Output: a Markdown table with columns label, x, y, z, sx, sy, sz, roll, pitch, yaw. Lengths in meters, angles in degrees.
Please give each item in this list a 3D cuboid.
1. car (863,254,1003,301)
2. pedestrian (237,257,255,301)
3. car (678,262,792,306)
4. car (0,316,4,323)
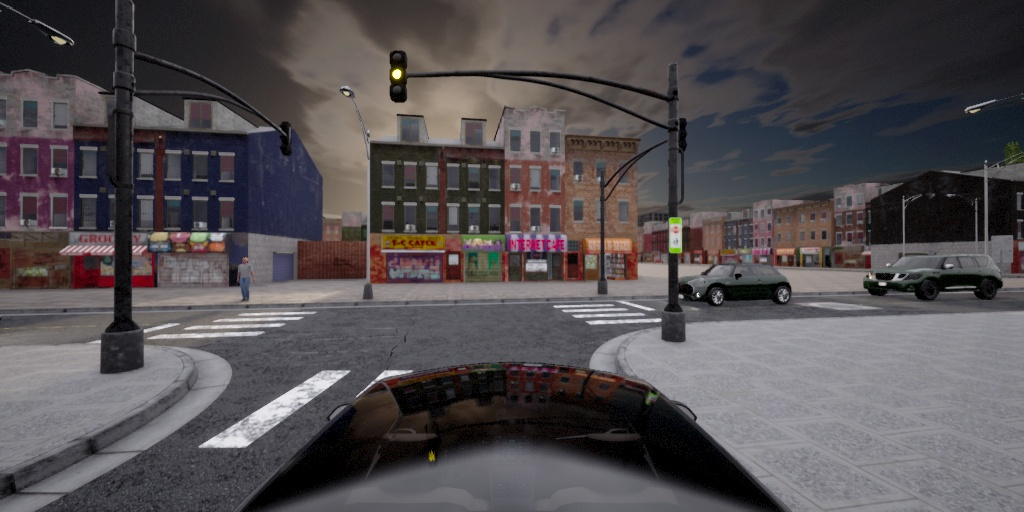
| label | x | y | z | sx | sy | sz | roll | pitch | yaw |
| --- | --- | --- | --- | --- | --- | --- | --- | --- | --- |
| car | 19.709 | 0.924 | 16.857 | 5.566 | 2.045 | 2.150 | 0 | 0 | -9 |
| pedestrian | -11.107 | 0.944 | 14.977 | 0.375 | 1.860 | 0.375 | 0 | 0 | -9 |
| car | 9.177 | 1.082 | 15.178 | 4.553 | 1.767 | 2.097 | 0 | 0 | -10 |
| car | -15.950 | 1.334 | 8.283 | 5.357 | 1.411 | 2.033 | 0 | 0 | -9 |
